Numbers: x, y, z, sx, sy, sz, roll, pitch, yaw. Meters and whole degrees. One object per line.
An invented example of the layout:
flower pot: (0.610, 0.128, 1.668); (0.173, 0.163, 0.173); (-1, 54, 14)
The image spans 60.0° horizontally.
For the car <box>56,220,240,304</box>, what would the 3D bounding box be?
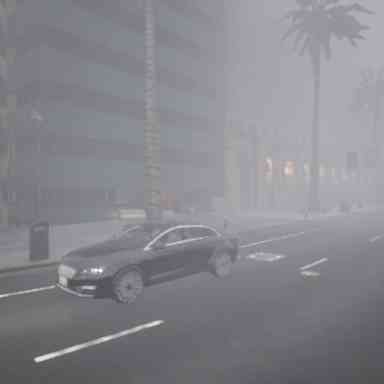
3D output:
car: (-0.812, 1.503, 8.362); (4.902, 1.511, 2.128); (0, 0, -44)

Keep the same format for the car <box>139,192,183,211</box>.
car: (-3.206, 1.067, 36.926); (2.435, 2.045, 5.566); (-1, 0, 42)

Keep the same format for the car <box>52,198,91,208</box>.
car: (-17.447, 1.627, 48.757); (1.895, 1.301, 4.718); (-1, 0, 42)
